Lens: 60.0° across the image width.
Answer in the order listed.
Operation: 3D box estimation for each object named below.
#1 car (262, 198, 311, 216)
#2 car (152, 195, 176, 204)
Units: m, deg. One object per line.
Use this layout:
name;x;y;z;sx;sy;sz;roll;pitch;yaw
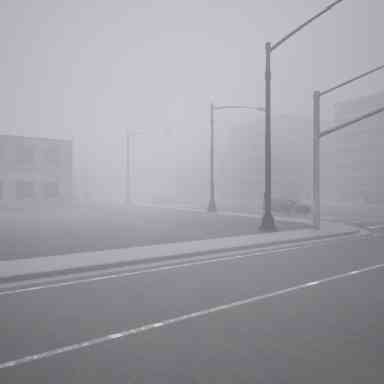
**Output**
car;9.046;1.345;32.018;1.882;1.535;5.008;0;1;-35
car;-4.340;1.080;51.530;1.895;1.301;4.718;0;1;-34
